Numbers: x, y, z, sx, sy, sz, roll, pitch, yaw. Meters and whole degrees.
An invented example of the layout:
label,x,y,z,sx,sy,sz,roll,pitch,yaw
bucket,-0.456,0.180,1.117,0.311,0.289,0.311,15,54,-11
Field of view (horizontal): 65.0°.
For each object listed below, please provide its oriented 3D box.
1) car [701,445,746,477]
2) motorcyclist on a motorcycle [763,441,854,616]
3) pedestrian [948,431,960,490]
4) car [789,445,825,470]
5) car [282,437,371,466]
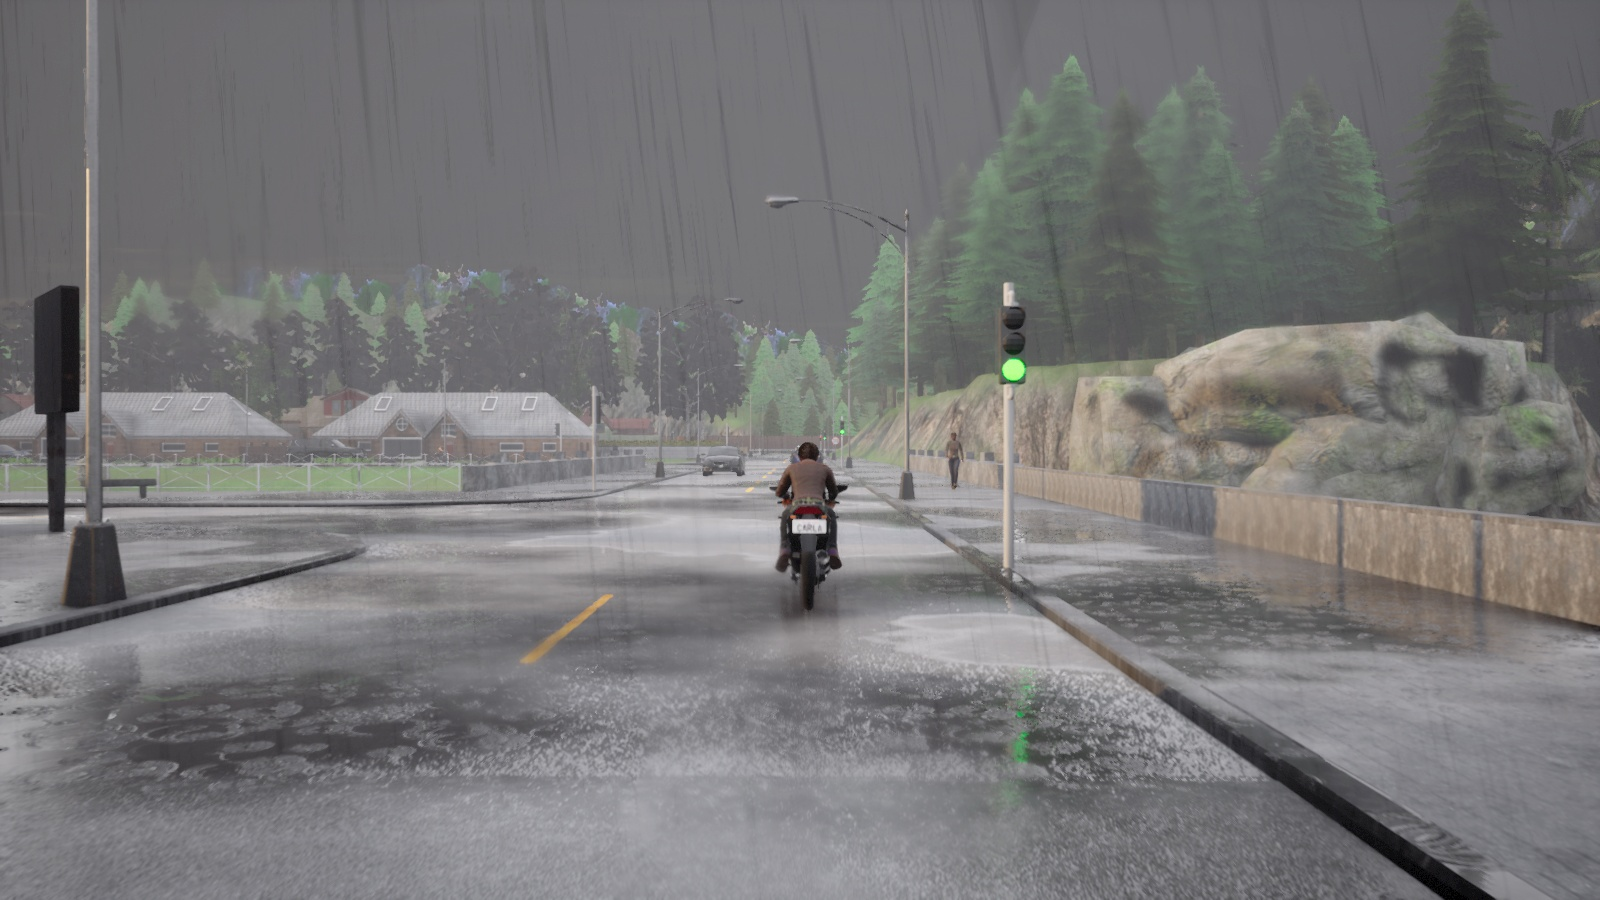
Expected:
label,x,y,z,sx,sy,sz,roll,pitch,yaw
car,-3.662,0.509,60.607,1.837,1.490,4.892,0,0,0
motorcyclist on a motorcycle,0.080,0.682,11.964,0.797,1.523,2.044,0,0,0
pedestrian,4.773,0.307,38.807,0.328,1.805,0.869,0,0,9
car,0.426,0.442,77.080,2.163,1.488,4.792,0,0,0
car,-33.915,0.083,89.958,5.566,2.045,2.150,0,0,0
